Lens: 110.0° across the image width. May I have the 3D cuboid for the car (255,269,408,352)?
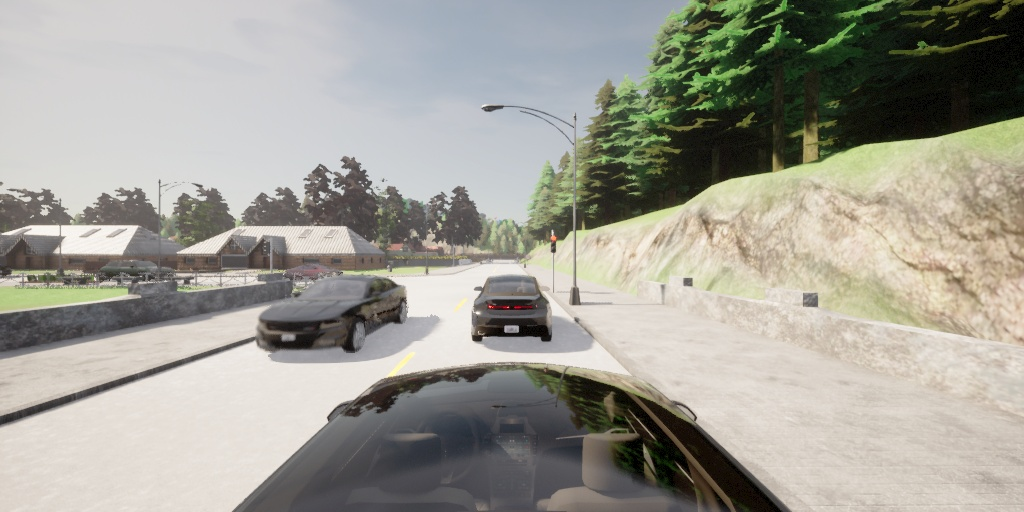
[{"bbox_3d":[-4.128,1.227,9.106,1.882,1.535,5.008,0,0,0],"label":"car"}]

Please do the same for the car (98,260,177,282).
[{"bbox_3d":[-29.186,1.103,28.072,4.553,1.767,2.097,0,0,0],"label":"car"}]

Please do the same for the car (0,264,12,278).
[{"bbox_3d":[-48.130,1.228,32.051,5.008,1.535,1.882,0,0,0],"label":"car"}]

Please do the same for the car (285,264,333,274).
[{"bbox_3d":[-15.440,1.314,28.204,4.181,1.385,1.994,0,0,-1],"label":"car"}]

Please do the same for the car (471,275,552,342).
[{"bbox_3d":[-0.009,1.255,9.792,1.837,1.490,4.892,0,0,0],"label":"car"}]
